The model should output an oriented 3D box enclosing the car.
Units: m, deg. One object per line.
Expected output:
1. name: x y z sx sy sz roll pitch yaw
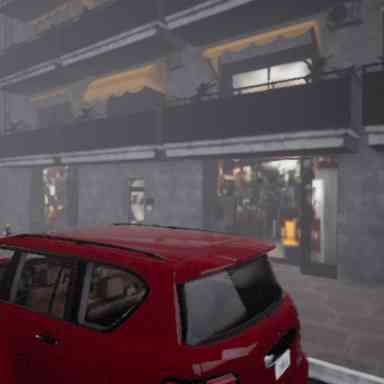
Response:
1. car: -1.294 1.305 3.782 5.009 1.841 2.192 0 1 36
